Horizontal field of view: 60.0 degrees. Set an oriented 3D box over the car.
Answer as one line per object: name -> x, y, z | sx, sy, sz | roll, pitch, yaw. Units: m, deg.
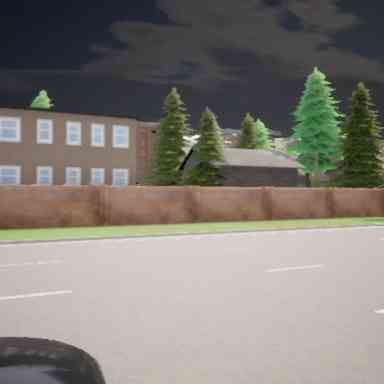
car -> -2.850, 1.496, 1.659 | 4.892, 1.490, 1.837 | 0, 0, -22
